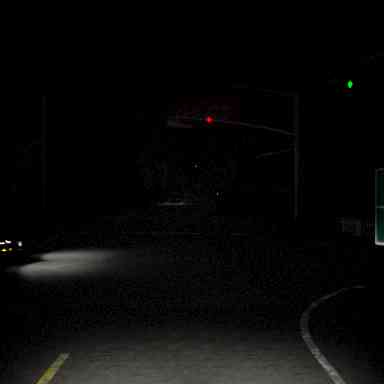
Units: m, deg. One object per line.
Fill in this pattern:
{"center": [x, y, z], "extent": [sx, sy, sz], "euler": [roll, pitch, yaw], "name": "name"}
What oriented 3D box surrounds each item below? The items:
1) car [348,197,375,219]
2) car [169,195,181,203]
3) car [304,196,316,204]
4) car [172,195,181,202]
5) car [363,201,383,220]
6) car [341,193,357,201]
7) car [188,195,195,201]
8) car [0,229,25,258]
{"center": [14.311, 1.504, 24.998], "extent": [3.866, 1.878, 1.905], "euler": [0, 0, 0], "name": "car"}
{"center": [-3.612, 1.352, 68.598], "extent": [2.097, 1.767, 4.553], "euler": [0, 0, 0], "name": "car"}
{"center": [22.355, 1.552, 64.083], "extent": [1.970, 1.475, 3.806], "euler": [0, 0, 0], "name": "car"}
{"center": [-3.619, 1.540, 78.920], "extent": [2.033, 1.411, 5.357], "euler": [0, 0, 0], "name": "car"}
{"center": [18.625, 1.672, 30.678], "extent": [4.611, 1.667, 2.242], "euler": [0, 0, 0], "name": "car"}
{"center": [34.741, 1.489, 71.903], "extent": [2.007, 1.523, 4.514], "euler": [0, 0, 0], "name": "car"}
{"center": [-0.130, 1.552, 86.342], "extent": [1.994, 1.385, 4.181], "euler": [0, 0, 0], "name": "car"}
{"center": [-8.162, 1.632, 10.881], "extent": [4.892, 1.490, 1.837], "euler": [-3, 0, -6], "name": "car"}
